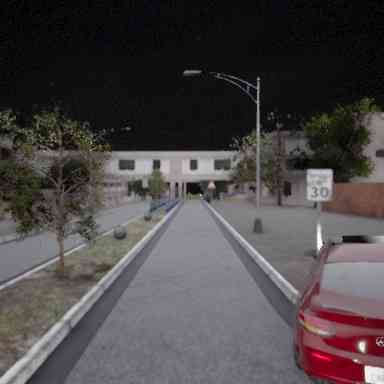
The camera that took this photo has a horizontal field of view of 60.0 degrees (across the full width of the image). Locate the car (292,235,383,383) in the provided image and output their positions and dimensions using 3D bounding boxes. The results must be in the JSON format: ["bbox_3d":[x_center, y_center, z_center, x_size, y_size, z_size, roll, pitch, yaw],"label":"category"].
[{"bbox_3d":[2.682,1.371,4.992,1.812,1.442,4.674,-3,1,26],"label":"car"}]
